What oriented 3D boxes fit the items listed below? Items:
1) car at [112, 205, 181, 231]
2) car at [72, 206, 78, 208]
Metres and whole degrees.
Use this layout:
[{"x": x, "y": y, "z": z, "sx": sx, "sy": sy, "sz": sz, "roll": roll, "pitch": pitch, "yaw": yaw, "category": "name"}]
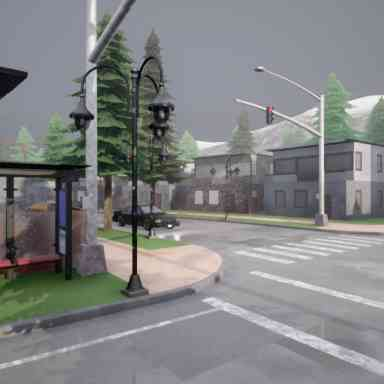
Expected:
[{"x": -3.030, "y": 1.528, "z": 20.807, "sx": 2.033, "sy": 1.411, "sz": 5.357, "roll": 0, "pitch": 0, "yaw": -42, "category": "car"}, {"x": -11.589, "y": 1.458, "z": 28.233, "sx": 5.008, "sy": 1.535, "sz": 1.882, "roll": 0, "pitch": 0, "yaw": 36, "category": "car"}]
